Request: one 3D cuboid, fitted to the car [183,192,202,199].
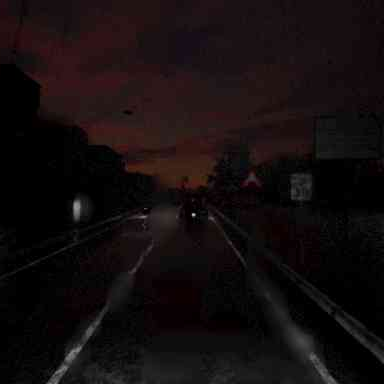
[{"bbox_3d":[0.070,1.083,41.118,2.150,2.045,5.566,0,0,0],"label":"car"}]

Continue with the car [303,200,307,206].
[{"bbox_3d":[18.691,1.411,47.087,5.366,1.575,1.946,0,-1,0],"label":"car"}]

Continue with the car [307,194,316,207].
[{"bbox_3d":[18.712,1.374,44.426,5.366,1.575,1.946,0,-1,0],"label":"car"}]

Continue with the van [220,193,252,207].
[{"bbox_3d":[6.345,1.203,48.139,4.442,1.987,1.878,0,-1,0],"label":"van"}]

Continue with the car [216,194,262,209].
[{"bbox_3d":[6.092,1.346,42.179,5.366,1.575,1.946,0,-1,0],"label":"car"}]

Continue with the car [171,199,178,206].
[{"bbox_3d":[-3.383,2.213,72.045,1.837,1.490,4.892,0,-2,0],"label":"car"}]

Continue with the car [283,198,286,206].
[{"bbox_3d":[18.419,1.577,55.592,4.892,1.521,2.231,0,-1,-1],"label":"car"}]

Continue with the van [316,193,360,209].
[{"bbox_3d":[18.433,1.120,41.632,4.442,1.987,1.878,0,-1,0],"label":"van"}]

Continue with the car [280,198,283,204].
[{"bbox_3d":[18.363,1.389,58.267,5.566,2.045,2.435,0,-1,-1],"label":"car"}]

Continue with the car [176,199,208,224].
[{"bbox_3d":[0.099,1.429,23.298,1.994,1.385,4.181,0,0,0],"label":"car"}]

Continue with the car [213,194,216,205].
[{"bbox_3d":[6.201,1.292,54.330,5.566,2.045,2.435,0,-1,-1],"label":"car"}]

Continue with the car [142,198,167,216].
[{"bbox_3d":[-3.355,1.329,30.560,1.837,1.490,4.892,0,0,0],"label":"car"}]

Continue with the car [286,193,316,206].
[{"bbox_3d":[18.432,1.261,52.806,5.566,2.045,2.435,0,-1,-1],"label":"car"}]
